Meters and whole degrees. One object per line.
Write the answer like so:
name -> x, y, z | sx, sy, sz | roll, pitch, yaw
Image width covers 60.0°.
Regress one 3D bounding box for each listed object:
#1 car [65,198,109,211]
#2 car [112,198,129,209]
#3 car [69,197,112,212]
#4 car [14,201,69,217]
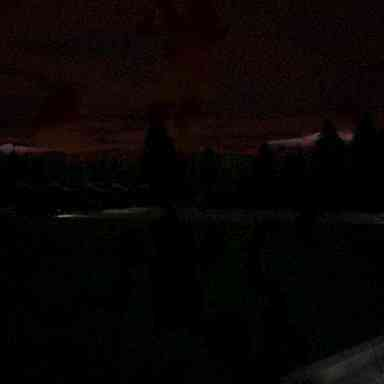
car -> -12.968, 1.477, 41.134 | 4.892, 1.490, 1.837 | 0, 0, 10
car -> -10.880, 1.478, 44.338 | 5.008, 1.535, 1.882 | 1, 0, 9
car -> -11.997, 1.448, 37.427 | 5.008, 1.535, 1.882 | 1, 0, 9
car -> -14.088, 1.495, 30.677 | 4.181, 1.385, 1.994 | 1, 0, 9
